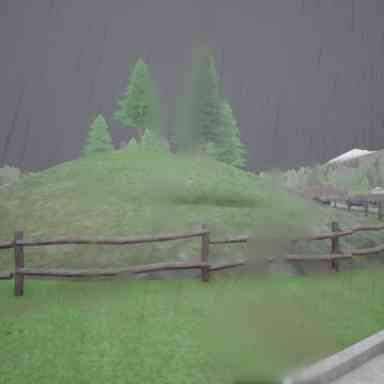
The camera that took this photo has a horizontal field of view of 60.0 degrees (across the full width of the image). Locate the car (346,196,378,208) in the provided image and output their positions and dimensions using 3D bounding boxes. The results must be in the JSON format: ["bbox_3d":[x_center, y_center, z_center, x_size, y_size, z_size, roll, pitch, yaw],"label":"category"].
[{"bbox_3d":[24.825,1.352,48.726,2.097,1.767,4.553,0,0,-16],"label":"car"}]

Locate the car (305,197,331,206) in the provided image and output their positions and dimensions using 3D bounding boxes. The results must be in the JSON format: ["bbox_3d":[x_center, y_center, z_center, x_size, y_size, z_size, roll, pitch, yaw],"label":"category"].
[{"bbox_3d":[20.061,1.505,53.074,1.837,1.490,4.892,0,0,-15],"label":"car"}]
